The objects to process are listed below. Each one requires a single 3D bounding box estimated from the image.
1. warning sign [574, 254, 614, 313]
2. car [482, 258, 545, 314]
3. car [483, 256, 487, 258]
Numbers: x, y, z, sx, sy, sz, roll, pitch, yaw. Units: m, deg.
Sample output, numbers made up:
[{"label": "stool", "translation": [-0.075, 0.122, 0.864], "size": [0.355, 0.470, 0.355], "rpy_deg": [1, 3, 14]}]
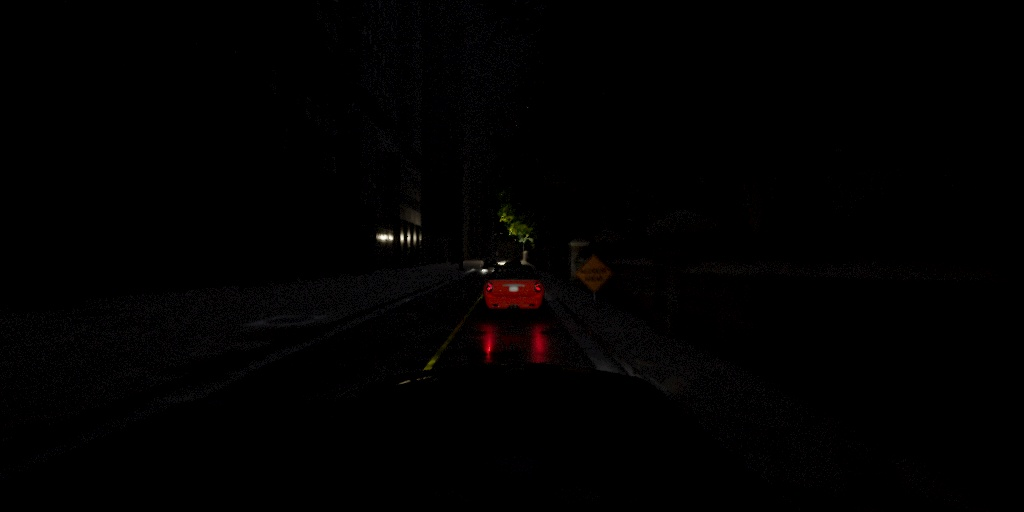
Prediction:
[{"label": "warning sign", "translation": [2.723, 0.850, 11.795], "size": [1.300, 1.860, 1.060], "rpy_deg": [0, 0, 0]}, {"label": "car", "translation": [0.072, 1.081, 13.715], "size": [2.097, 1.767, 4.553], "rpy_deg": [0, 0, 0]}, {"label": "car", "translation": [-3.062, 1.082, 50.653], "size": [1.882, 1.535, 5.008], "rpy_deg": [0, 0, 0]}]
